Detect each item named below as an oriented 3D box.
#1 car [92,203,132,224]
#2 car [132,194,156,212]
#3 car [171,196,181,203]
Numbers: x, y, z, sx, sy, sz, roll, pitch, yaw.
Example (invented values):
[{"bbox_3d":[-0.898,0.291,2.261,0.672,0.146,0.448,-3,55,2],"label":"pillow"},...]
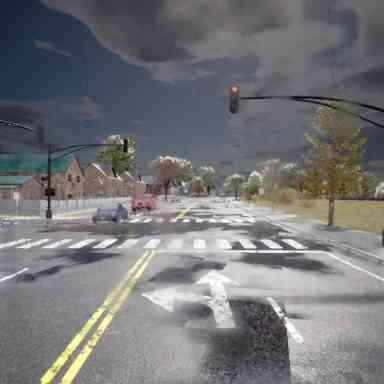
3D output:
[{"bbox_3d":[-6.157,1.566,25.465,1.812,1.442,4.674,0,0,2],"label":"car"},{"bbox_3d":[-5.673,1.304,39.694,2.150,2.045,5.566,0,0,2],"label":"car"},{"bbox_3d":[-3.569,1.663,74.130,2.128,1.511,4.902,0,0,5],"label":"car"}]
